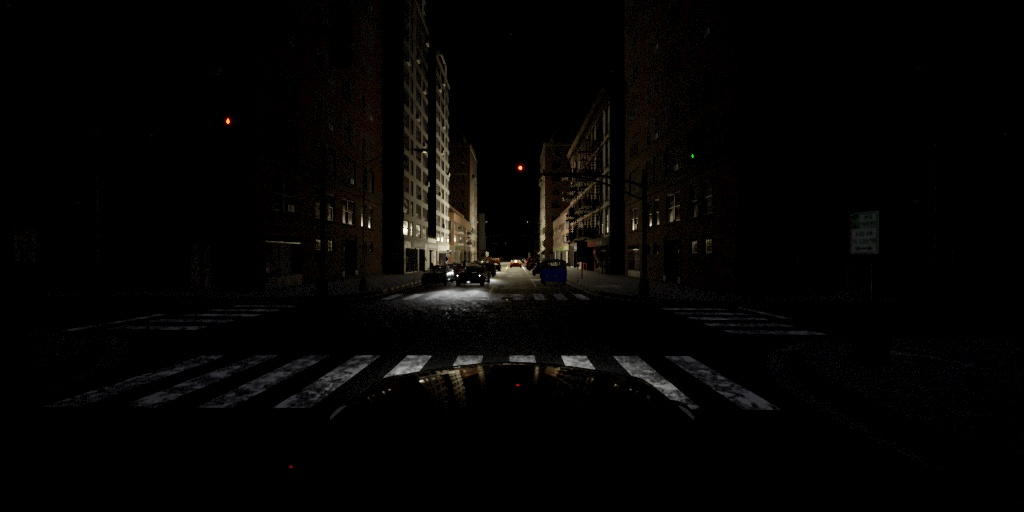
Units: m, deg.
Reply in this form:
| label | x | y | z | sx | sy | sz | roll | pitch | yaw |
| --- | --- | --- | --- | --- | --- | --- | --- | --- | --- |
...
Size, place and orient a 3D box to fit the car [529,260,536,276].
| label | x | y | z | sx | sy | sz | roll | pitch | yaw |
| --- | --- | --- | --- | --- | --- | --- | --- | --- | --- |
| car | 2.954 | 1.329 | 36.736 | 1.802 | 1.307 | 4.207 | 0 | 0 | 1 |

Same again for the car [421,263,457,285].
| label | x | y | z | sx | sy | sz | roll | pitch | yaw |
| --- | --- | --- | --- | --- | --- | --- | --- | --- | --- |
| car | -5.175 | 1.299 | 25.440 | 2.007 | 1.370 | 4.403 | 0 | 0 | 1 |

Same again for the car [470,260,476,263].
| label | x | y | z | sx | sy | sz | roll | pitch | yaw |
| --- | --- | --- | --- | --- | --- | --- | --- | --- | --- |
| car | -4.968 | 1.269 | 47.997 | 1.751 | 1.417 | 4.829 | 0 | 0 | 1 |

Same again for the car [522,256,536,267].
| label | x | y | z | sx | sy | sz | roll | pitch | yaw |
| --- | --- | --- | --- | --- | --- | --- | --- | --- | --- |
| car | 3.110 | 1.054 | 53.781 | 2.192 | 1.841 | 5.009 | 0 | 0 | 1 |

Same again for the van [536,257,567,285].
| label | x | y | z | sx | sy | sz | roll | pitch | yaw |
| --- | --- | --- | --- | --- | --- | --- | --- | --- | --- |
| van | 2.850 | 1.089 | 25.375 | 1.690 | 1.789 | 3.998 | 0 | 0 | 1 |

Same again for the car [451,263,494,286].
| label | x | y | z | sx | sy | sz | roll | pitch | yaw |
| --- | --- | --- | --- | --- | --- | --- | --- | --- | --- |
| car | -2.649 | 1.349 | 25.147 | 1.895 | 1.301 | 4.718 | 0 | 0 | 4 |

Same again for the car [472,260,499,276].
| label | x | y | z | sx | sy | sz | roll | pitch | yaw |
| --- | --- | --- | --- | --- | --- | --- | --- | --- | --- |
| car | -2.544 | 1.349 | 35.158 | 1.895 | 1.301 | 4.718 | 0 | 0 | 1 |

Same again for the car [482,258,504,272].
| label | x | y | z | sx | sy | sz | roll | pitch | yaw |
| --- | --- | --- | --- | --- | --- | --- | --- | --- | --- |
| car | -2.432 | 1.308 | 45.796 | 1.994 | 1.385 | 4.181 | 0 | 0 | 2 |

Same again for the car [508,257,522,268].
| label | x | y | z | sx | sy | sz | roll | pitch | yaw |
| --- | --- | --- | --- | --- | --- | --- | --- | --- | --- |
| car | 0.626 | 1.336 | 59.057 | 1.895 | 1.301 | 4.718 | 0 | 0 | 1 |

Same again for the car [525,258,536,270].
| label | x | y | z | sx | sy | sz | roll | pitch | yaw |
| --- | --- | --- | --- | --- | --- | --- | --- | --- | --- |
| car | 3.058 | 1.325 | 48.099 | 1.802 | 1.307 | 4.207 | 0 | 0 | 1 |
